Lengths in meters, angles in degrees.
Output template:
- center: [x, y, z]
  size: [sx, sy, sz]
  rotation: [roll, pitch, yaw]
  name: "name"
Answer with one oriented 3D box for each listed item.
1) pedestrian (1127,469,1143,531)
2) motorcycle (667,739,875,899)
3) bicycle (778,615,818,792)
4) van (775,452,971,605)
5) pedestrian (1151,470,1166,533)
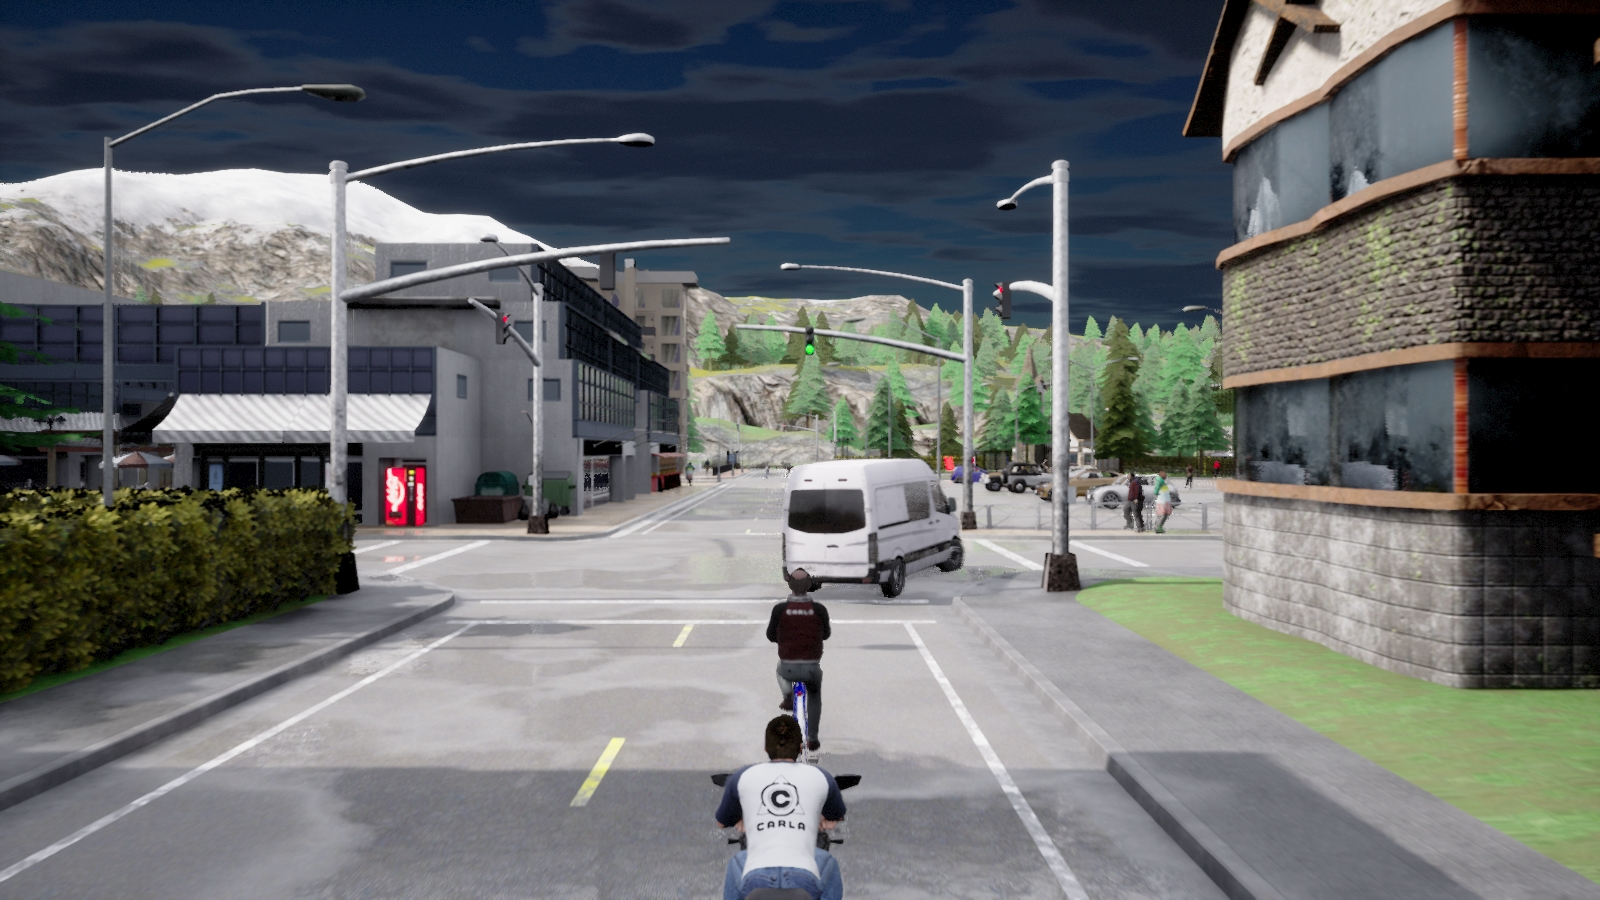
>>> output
- center: [10.142, 1.518, 34.576]
  size: [0.375, 1.860, 0.375]
  rotation: [0, 0, 3]
  name: "pedestrian"
- center: [-0.100, 2.196, 5.413]
  size: [0.803, 1.145, 2.033]
  rotation: [0, 0, 1]
  name: "motorcycle"
- center: [-0.017, 2.196, 10.212]
  size: [0.329, 1.171, 1.835]
  rotation: [0, 0, 0]
  name: "bicycle"
- center: [1.721, 1.447, 23.745]
  size: [1.988, 2.561, 5.915]
  rotation: [-1, 1, 25]
  name: "van"
- center: [10.610, 1.518, 33.848]
  size: [0.375, 1.860, 0.375]
  rotation: [0, 0, 25]
  name: "pedestrian"
